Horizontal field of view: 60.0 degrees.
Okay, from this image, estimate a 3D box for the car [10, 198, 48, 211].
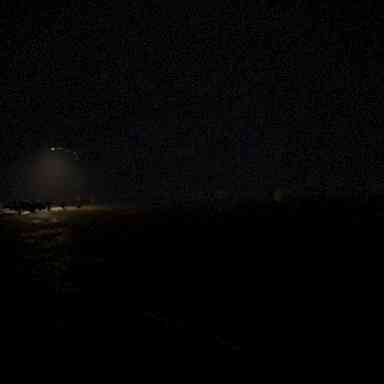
[{"bbox_3d":[-18.213,1.407,37.488,2.033,1.411,5.357,0,0,2],"label":"car"}]
